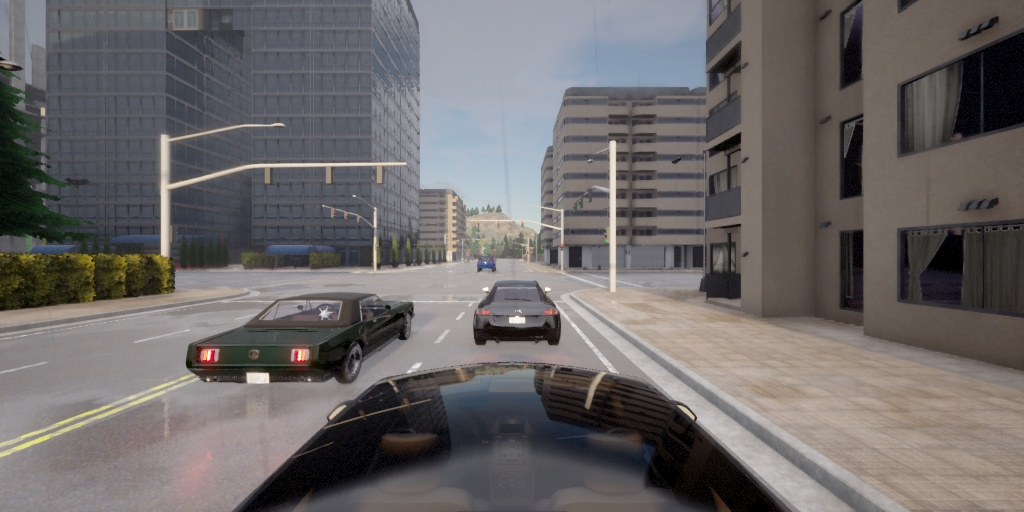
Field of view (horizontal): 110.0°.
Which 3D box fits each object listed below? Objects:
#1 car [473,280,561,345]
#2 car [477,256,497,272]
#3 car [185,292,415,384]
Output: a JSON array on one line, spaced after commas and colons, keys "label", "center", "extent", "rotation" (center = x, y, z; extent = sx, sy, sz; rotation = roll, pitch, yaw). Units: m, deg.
[{"label": "car", "center": [0.126, 1.314, 9.504], "extent": [1.994, 1.385, 4.181], "rotation": [0, 0, 1]}, {"label": "car", "center": [-3.232, 0.971, 46.264], "extent": [2.150, 2.045, 5.566], "rotation": [0, 0, 0]}, {"label": "car", "center": [-3.384, 1.351, 7.025], "extent": [1.895, 1.301, 4.718], "rotation": [0, 0, 0]}]
